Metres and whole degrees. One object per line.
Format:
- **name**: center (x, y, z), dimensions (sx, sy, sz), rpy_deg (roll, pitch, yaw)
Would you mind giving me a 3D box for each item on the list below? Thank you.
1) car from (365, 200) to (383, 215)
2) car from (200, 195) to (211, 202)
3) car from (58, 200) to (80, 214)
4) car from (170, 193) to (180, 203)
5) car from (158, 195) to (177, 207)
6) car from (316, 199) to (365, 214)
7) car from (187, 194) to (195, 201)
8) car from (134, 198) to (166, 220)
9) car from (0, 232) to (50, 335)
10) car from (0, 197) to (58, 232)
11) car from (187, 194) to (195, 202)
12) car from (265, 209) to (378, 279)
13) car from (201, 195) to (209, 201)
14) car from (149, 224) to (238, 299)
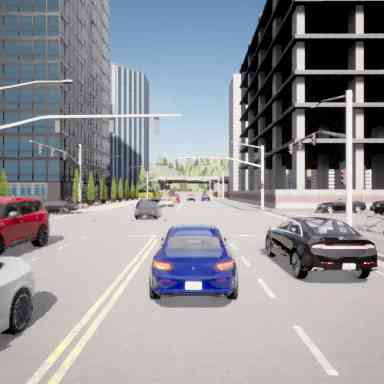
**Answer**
- **car**: center (19.762, 1.166, 31.142), dimensions (5.566, 2.045, 2.150), rpy_deg (0, 0, 0)
- **car**: center (3.349, 1.522, 77.916), dimensions (1.812, 1.442, 4.674), rpy_deg (0, 0, 0)
- **car**: center (-14.147, 1.492, 33.600), dimensions (5.357, 1.411, 2.033), rpy_deg (0, 0, -8)
- **car**: center (-3.640, 1.224, 68.487), dimensions (2.150, 2.045, 5.566), rpy_deg (0, 0, 0)
- **car**: center (-3.694, 1.600, 50.361), dimensions (1.895, 1.301, 4.718), rpy_deg (0, 0, 0)
- **car**: center (15.516, 1.436, 34.631), dimensions (4.902, 1.511, 2.128), rpy_deg (0, 0, 0)
- **car**: center (-0.168, 1.339, 86.954), dimensions (2.097, 1.767, 4.553), rpy_deg (0, 0, 0)
- **car**: center (-3.649, 1.517, 28.322), dimensions (2.033, 1.411, 5.357), rpy_deg (0, 0, 0)
- **car**: center (-3.607, 1.526, 4.020), dimensions (1.812, 1.442, 4.674), rpy_deg (0, 0, 0)
- **car**: center (-7.123, 1.221, 12.008), dimensions (2.150, 2.045, 5.566), rpy_deg (0, 0, 0)
- **car**: center (-0.152, 1.593, 78.251), dimensions (1.895, 1.301, 4.718), rpy_deg (0, 0, 0)
- **car**: center (3.560, 1.492, 10.038), dimensions (2.128, 1.511, 4.902), rpy_deg (0, 0, -1)
- **car**: center (3.332, 1.483, 86.991), dimensions (1.837, 1.490, 4.892), rpy_deg (0, 0, 0)
- **car**: center (0.044, 1.526, 8.314), dimensions (1.812, 1.442, 4.674), rpy_deg (0, 0, 0)
